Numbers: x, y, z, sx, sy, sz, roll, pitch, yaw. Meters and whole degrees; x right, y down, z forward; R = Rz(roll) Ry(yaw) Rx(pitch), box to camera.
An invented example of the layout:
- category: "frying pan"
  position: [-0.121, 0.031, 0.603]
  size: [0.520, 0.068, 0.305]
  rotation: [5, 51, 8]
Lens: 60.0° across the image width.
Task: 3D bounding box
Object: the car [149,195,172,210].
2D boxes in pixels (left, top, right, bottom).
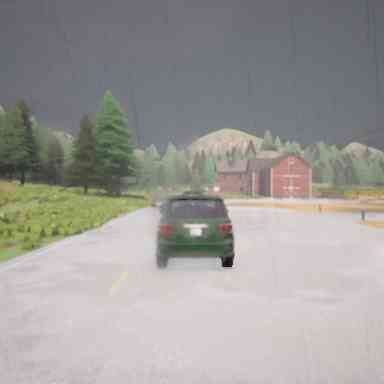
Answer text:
- category: "car"
  position: [-3.580, 1.150, 38.485]
  size: [2.128, 1.511, 4.902]
  rotation: [0, 0, 0]

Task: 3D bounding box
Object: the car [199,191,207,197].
- category: "car"
  position: [2.951, 0.636, 92.322]
  size: [1.816, 1.474, 4.193]
  rotation: [-6, 1, -2]

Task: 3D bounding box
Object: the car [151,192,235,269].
- category: "car"
  position: [0.063, 1.116, 10.998]
  size: [2.150, 2.045, 5.566]
  rotation: [0, 0, -1]
